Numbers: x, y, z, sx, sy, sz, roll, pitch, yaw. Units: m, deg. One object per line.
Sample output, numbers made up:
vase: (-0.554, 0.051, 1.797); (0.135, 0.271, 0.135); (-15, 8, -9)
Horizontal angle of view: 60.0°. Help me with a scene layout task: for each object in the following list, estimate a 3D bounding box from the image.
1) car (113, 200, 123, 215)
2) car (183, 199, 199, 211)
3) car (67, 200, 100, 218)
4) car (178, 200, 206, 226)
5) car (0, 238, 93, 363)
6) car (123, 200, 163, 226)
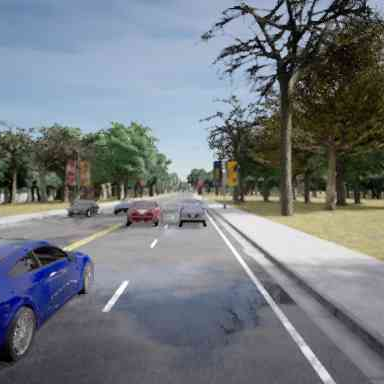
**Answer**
car: (-6.625, 1.550, 34.156); (2.033, 1.411, 5.357); (0, 0, 0)
car: (-0.085, 1.607, 41.945); (1.895, 1.301, 4.718); (0, 0, 0)
car: (-9.890, 1.508, 30.718); (1.837, 1.490, 4.892); (0, -1, 0)
car: (0.032, 1.546, 23.277); (2.033, 1.411, 5.357); (0, 0, -1)
car: (-3.158, 1.524, 5.743); (1.812, 1.442, 4.674); (0, 0, 0)
car: (-3.215, 1.351, 23.533); (2.097, 1.767, 4.553); (0, 0, 0)
